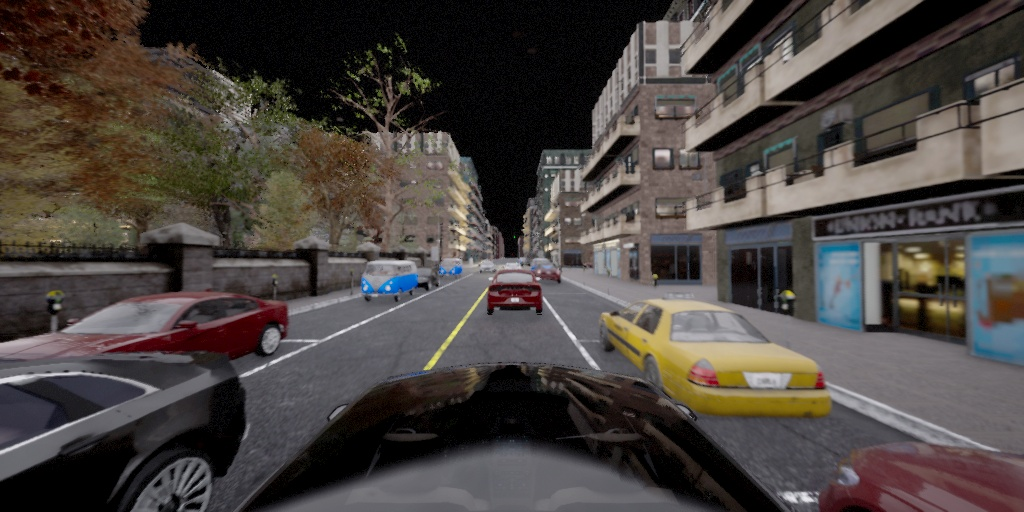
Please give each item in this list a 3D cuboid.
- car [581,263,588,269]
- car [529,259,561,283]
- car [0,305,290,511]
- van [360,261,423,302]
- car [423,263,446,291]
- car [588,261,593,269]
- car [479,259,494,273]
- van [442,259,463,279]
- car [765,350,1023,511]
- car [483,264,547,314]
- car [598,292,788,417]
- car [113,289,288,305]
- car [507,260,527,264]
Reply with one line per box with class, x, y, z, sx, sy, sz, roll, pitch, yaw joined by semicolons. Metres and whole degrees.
car;13.624;1.444;59.668;4.097;1.591;1.967;0;0;1
car;2.654;1.233;28.029;1.967;1.591;4.097;0;0;0
car;-3.102;1.240;0.933;2.128;1.511;4.902;0;0;0
van;-5.702;1.116;16.981;1.690;1.789;3.998;0;0;0
car;-5.678;1.350;22.505;1.948;1.339;4.313;0;0;0
car;13.522;1.408;51.289;4.313;1.339;1.948;0;0;1
car;-3.010;1.375;45.030;1.812;1.442;4.674;0;0;0
van;-5.664;1.143;33.552;1.690;1.789;3.998;0;0;0
car;2.691;1.330;0.412;1.802;1.307;4.207;0;0;0
car;0.096;1.247;13.859;1.882;1.535;5.008;0;0;0
car;2.690;1.282;6.106;1.751;1.417;4.829;0;0;0
car;-5.691;1.302;5.934;1.888;1.381;4.507;0;0;0
car;0.093;1.324;31.375;1.812;1.442;4.674;0;0;0
